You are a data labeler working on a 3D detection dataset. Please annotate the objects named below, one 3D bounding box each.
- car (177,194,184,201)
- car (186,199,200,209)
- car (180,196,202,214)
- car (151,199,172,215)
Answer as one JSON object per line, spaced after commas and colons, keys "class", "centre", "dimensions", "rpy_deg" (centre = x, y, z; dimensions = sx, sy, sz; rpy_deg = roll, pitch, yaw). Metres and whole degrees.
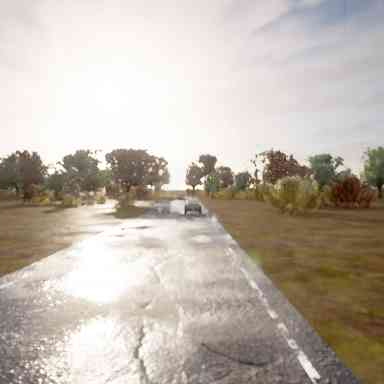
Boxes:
{"class": "car", "centre": [-3.035, 1.405, 89.738], "dimensions": [2.097, 1.767, 4.553], "rpy_deg": [0, 0, 0]}
{"class": "car", "centre": [0.081, 1.650, 47.370], "dimensions": [1.895, 1.301, 4.718], "rpy_deg": [0, 0, 0]}
{"class": "car", "centre": [0.088, 1.533, 35.818], "dimensions": [2.128, 1.511, 4.902], "rpy_deg": [0, 0, 0]}
{"class": "car", "centre": [-3.106, 1.531, 34.569], "dimensions": [2.128, 1.511, 4.902], "rpy_deg": [0, 0, 0]}
